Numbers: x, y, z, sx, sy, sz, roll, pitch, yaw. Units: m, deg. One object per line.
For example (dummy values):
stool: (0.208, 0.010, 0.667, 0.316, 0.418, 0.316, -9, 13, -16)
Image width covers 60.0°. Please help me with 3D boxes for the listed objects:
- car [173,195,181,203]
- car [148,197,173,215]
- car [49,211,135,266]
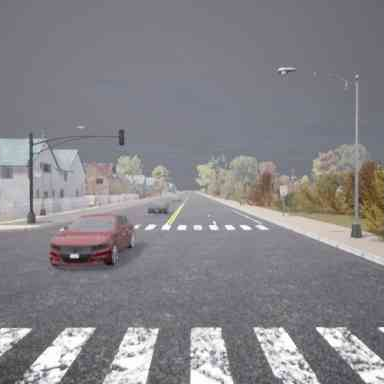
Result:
car: (-3.255, 1.442, 68.466, 1.812, 1.442, 4.674, 0, 0, 0)
car: (-3.254, 1.469, 33.226, 1.882, 1.535, 5.008, 0, 0, 0)
car: (-3.252, 1.497, 11.697, 1.882, 1.535, 5.008, 0, 0, 0)
